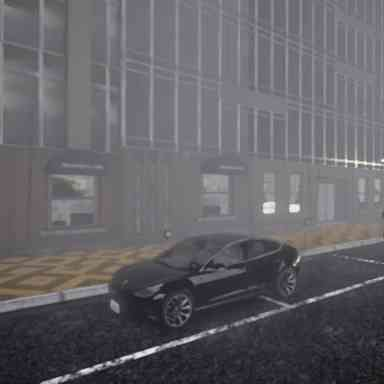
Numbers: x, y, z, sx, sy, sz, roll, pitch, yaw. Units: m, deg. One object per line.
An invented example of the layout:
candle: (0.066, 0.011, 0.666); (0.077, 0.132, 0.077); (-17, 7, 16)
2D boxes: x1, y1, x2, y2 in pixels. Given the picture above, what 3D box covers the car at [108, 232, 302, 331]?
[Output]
car: (0.473, 1.555, 6.889); (4.313, 1.339, 1.947); (0, 1, -35)
